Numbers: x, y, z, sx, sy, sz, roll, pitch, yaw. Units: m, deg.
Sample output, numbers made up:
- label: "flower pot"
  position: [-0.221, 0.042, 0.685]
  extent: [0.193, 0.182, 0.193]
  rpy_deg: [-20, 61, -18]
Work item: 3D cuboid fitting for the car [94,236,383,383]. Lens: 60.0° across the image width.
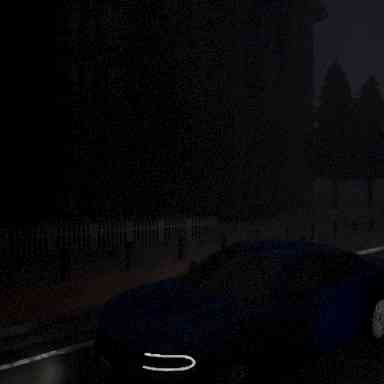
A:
- label: "car"
  position: [1.122, 1.476, 4.863]
  extent: [5.008, 1.535, 1.882]
  rpy_deg: [0, 0, -37]
